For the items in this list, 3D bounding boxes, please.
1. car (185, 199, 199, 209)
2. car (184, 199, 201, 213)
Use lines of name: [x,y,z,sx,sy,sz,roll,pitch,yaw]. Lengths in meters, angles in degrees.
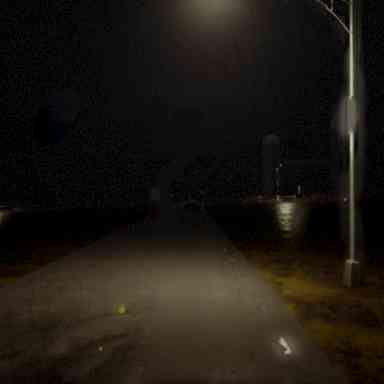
car: [0.001,1.790,50.511,1.994,1.385,4.181,0,0,0]
car: [0.000,1.647,40.053,1.882,1.535,5.008,0,0,0]
